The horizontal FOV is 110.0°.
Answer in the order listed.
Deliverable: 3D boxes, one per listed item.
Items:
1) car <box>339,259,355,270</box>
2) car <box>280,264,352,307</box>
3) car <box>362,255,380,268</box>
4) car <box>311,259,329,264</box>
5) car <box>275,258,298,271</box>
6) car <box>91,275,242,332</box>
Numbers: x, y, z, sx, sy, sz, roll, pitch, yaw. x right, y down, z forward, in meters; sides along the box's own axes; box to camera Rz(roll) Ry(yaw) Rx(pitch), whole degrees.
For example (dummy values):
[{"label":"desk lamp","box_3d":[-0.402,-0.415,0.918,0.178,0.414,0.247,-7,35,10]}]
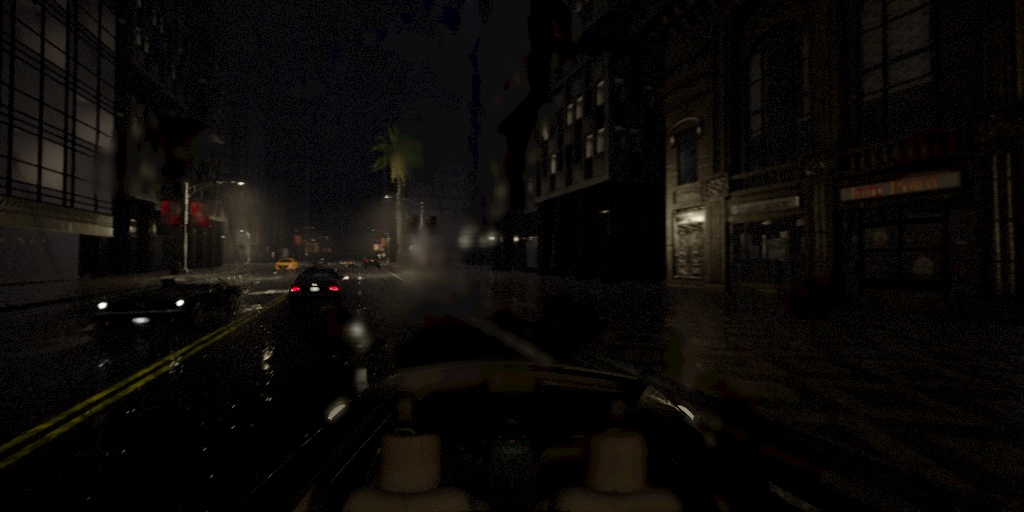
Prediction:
[{"label":"car","box_3d":[-21.673,1.089,47.135,2.128,1.511,4.902,0,0,-23]},{"label":"car","box_3d":[-8.029,1.220,15.112,2.033,1.411,5.357,0,0,-23]},{"label":"car","box_3d":[-21.781,0.845,55.687,2.150,2.045,5.566,0,0,-23]},{"label":"car","box_3d":[-26.209,1.118,49.091,2.033,1.411,5.357,0,0,-22]},{"label":"car","box_3d":[-27.583,1.023,44.005,1.882,1.535,5.008,0,0,-23]},{"label":"car","box_3d":[-9.949,1.258,10.816,1.895,1.301,4.718,0,0,-23]}]
